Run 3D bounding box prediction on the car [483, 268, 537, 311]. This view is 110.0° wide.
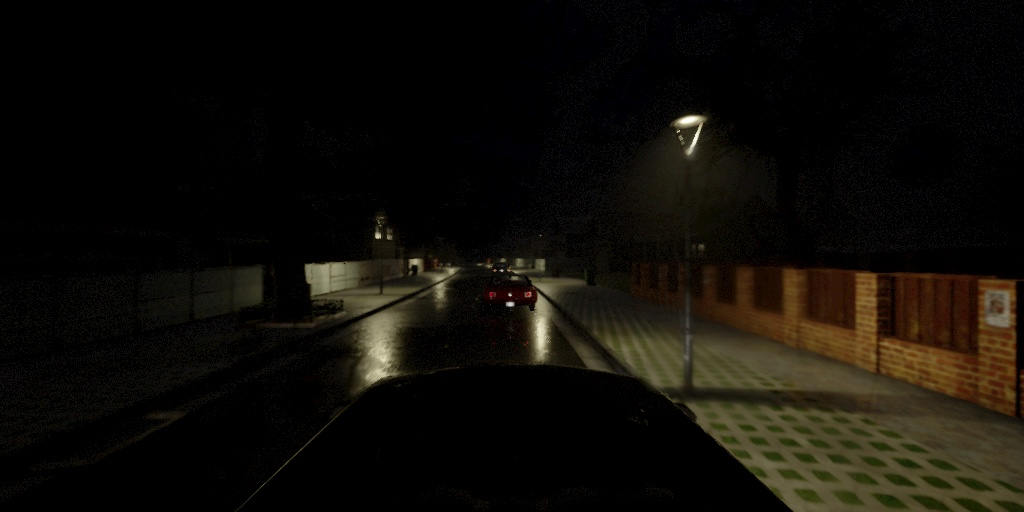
[{"bbox_3d":[-0.119,1.350,14.428,1.895,1.301,4.718,0,0,-2],"label":"car"}]

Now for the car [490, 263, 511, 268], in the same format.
[{"bbox_3d":[-1.035,1.309,33.347,2.033,1.411,5.357,0,0,-4],"label":"car"}]
